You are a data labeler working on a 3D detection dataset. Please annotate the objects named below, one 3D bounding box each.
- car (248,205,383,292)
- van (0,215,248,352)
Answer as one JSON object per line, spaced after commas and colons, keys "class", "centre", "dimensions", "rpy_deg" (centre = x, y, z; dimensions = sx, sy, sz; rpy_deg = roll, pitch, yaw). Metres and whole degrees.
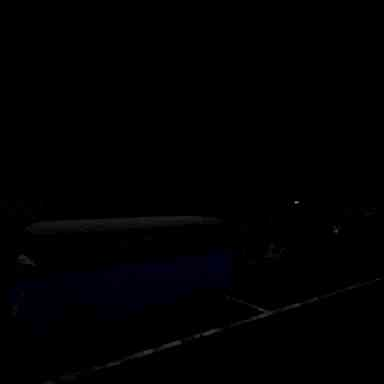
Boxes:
{"class": "car", "centre": [3.466, 1.314, 9.155], "dimensions": [5.009, 1.841, 2.192], "rpy_deg": [0, 0, -36]}
{"class": "van", "centre": [-1.090, 1.340, 5.880], "dimensions": [3.998, 1.788, 1.690], "rpy_deg": [0, 0, -36]}
